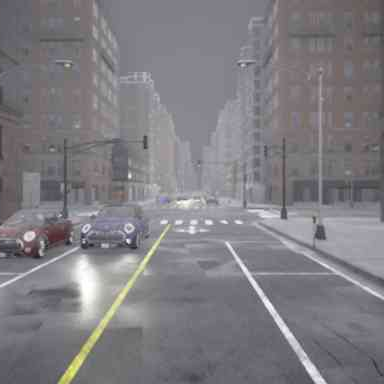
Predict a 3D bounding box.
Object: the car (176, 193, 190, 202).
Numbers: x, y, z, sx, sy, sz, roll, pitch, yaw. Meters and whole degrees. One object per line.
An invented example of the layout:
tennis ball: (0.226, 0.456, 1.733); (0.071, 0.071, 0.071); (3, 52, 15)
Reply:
car: (-2.026, 1.348, 67.887); (1.994, 1.385, 4.181); (0, 0, 1)

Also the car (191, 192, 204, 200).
car: (1.303, 1.273, 82.288); (2.128, 1.511, 4.902); (0, 0, 1)

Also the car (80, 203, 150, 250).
car: (-3.058, 1.301, 14.023); (2.097, 1.767, 4.553); (0, 0, 0)

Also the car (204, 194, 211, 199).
car: (4.247, 1.270, 94.554); (1.887, 1.381, 4.507); (0, 0, 1)

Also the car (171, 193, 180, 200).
car: (-4.401, 1.178, 89.209); (1.967, 1.590, 4.097); (0, 0, 1)

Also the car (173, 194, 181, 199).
car: (-4.280, 1.250, 94.561); (1.752, 1.417, 4.829); (0, 0, 1)

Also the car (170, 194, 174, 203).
car: (-5.023, 1.122, 61.597); (2.192, 1.841, 5.009); (0, 0, 1)

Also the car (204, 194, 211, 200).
car: (4.123, 1.304, 89.031); (1.947, 1.339, 4.313); (0, 0, 1)

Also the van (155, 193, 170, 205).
van: (-5.148, 1.162, 56.075); (1.690, 1.788, 3.998); (0, 0, 1)

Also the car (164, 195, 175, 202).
car: (-4.774, 1.330, 72.642); (2.008, 1.369, 4.403); (0, 0, 1)

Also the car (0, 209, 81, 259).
car: (-5.850, 1.397, 12.190); (1.967, 1.590, 4.097); (0, 0, 0)

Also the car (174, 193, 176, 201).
car: (-4.899, 1.359, 67.120); (1.947, 1.339, 4.313); (0, 0, 1)

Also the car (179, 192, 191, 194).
car: (-1.673, 1.101, 83.405); (2.097, 1.767, 4.553); (0, 0, 1)

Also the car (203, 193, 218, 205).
car: (3.376, 1.261, 55.889); (1.967, 1.590, 4.097); (0, 0, 1)
